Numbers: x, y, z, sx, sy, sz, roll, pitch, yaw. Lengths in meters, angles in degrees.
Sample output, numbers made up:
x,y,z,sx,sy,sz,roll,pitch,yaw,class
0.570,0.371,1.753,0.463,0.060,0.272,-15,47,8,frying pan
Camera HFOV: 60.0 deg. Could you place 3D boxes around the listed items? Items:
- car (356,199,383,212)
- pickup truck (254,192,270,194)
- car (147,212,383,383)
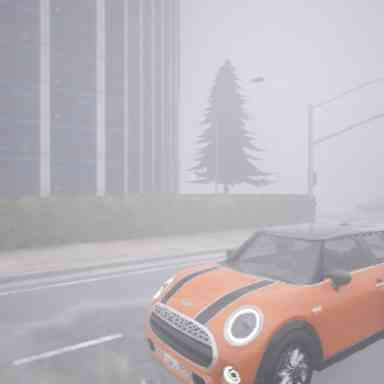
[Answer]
x,y,z,sx,sy,sz,roll,pitch,yaw,class
18.982,1.405,33.171,1.882,1.535,5.008,0,0,-32,car
14.448,0.952,67.601,2.390,2.098,6.274,0,0,-6,pickup truck
1.599,1.343,5.099,4.553,1.767,2.097,0,0,-35,car
